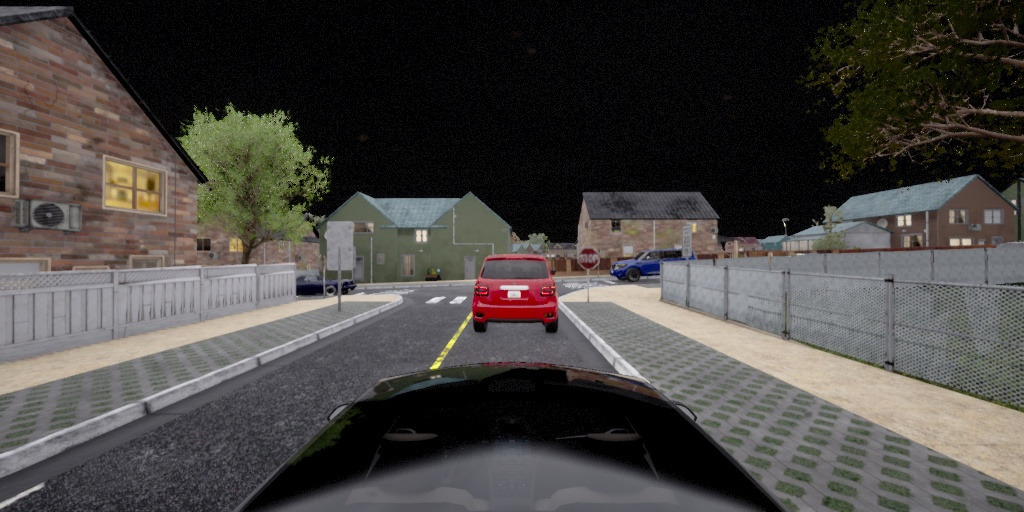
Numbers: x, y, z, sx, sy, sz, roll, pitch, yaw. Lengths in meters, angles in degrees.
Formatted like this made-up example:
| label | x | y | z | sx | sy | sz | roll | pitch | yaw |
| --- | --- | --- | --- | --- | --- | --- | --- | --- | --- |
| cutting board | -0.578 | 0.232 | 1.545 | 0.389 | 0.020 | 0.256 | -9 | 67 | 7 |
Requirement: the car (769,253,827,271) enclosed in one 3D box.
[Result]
| label | x | y | z | sx | sy | sz | roll | pitch | yaw |
| --- | --- | --- | --- | --- | --- | --- | --- | --- | --- |
| car | 19.089 | 0.538 | 23.587 | 4.674 | 1.442 | 1.812 | -2 | 0 | 0 |

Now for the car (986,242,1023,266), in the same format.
| label | x | y | z | sx | sy | sz | roll | pitch | yaw |
| --- | --- | --- | --- | --- | --- | --- | --- | --- | --- |
| car | 33.097 | -0.129 | 23.525 | 4.553 | 1.767 | 2.097 | -2 | 0 | -1 |

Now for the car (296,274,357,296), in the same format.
| label | x | y | z | sx | sy | sz | roll | pitch | yaw |
| --- | --- | --- | --- | --- | --- | --- | --- | --- | --- |
| car | -11.637 | 1.721 | 20.821 | 4.718 | 1.301 | 1.895 | -2 | 0 | 0 |

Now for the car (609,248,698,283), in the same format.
| label | x | y | z | sx | sy | sz | roll | pitch | yaw |
| --- | --- | --- | --- | --- | --- | --- | --- | --- | --- |
| car | 9.295 | 0.587 | 23.543 | 5.566 | 2.045 | 2.150 | -2 | 0 | -2 |

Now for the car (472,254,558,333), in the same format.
| label | x | y | z | sx | sy | sz | roll | pitch | yaw |
| --- | --- | --- | --- | --- | --- | --- | --- | --- | --- |
| car | 0.167 | 0.972 | 10.888 | 2.150 | 2.045 | 5.566 | 0 | 0 | 2 |
